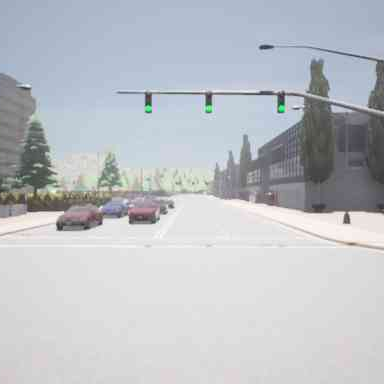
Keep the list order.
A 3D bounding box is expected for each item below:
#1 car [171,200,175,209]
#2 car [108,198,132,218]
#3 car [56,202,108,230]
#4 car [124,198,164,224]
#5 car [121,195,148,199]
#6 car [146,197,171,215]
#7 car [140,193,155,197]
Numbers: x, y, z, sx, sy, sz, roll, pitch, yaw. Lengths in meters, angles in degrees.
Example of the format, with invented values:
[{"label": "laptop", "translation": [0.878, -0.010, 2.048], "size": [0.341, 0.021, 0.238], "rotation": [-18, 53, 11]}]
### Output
[{"label": "car", "translation": [-3.468, 1.599, 45.947], "size": [1.994, 1.385, 4.181], "rotation": [0, 0, 1]}, {"label": "car", "translation": [-7.030, 1.549, 30.269], "size": [1.812, 1.442, 4.674], "rotation": [0, 0, 0]}, {"label": "car", "translation": [-7.053, 1.542, 21.363], "size": [1.812, 1.442, 4.674], "rotation": [0, 0, 0]}, {"label": "car", "translation": [-3.543, 1.497, 25.342], "size": [1.882, 1.535, 5.008], "rotation": [0, 0, 0]}, {"label": "car", "translation": [-7.001, 1.523, 40.251], "size": [2.128, 1.511, 4.902], "rotation": [0, 0, 0]}, {"label": "car", "translation": [-3.519, 1.532, 34.838], "size": [1.837, 1.490, 4.892], "rotation": [0, 0, 0]}, {"label": "car", "translation": [-6.904, 1.393, 54.908], "size": [2.097, 1.767, 4.553], "rotation": [0, 0, 1]}]
